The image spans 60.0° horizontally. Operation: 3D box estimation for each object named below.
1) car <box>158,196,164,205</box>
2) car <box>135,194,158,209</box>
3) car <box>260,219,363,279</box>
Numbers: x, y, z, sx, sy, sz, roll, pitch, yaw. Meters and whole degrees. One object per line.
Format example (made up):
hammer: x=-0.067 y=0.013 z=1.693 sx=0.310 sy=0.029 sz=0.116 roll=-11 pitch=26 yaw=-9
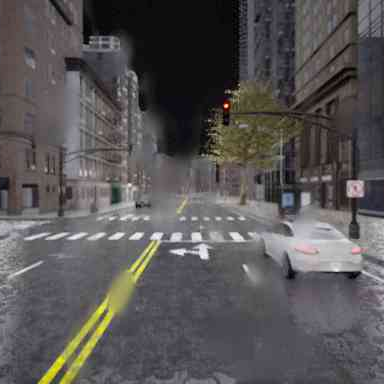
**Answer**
car: x=-6.525 y=1.560 z=63.482 sx=1.882 sy=1.535 sz=5.008 roll=0 pitch=0 yaw=0
car: x=-6.579 y=1.308 z=46.911 sx=2.150 sy=2.045 sz=5.566 roll=0 pitch=0 yaw=0
car: x=3.349 y=1.552 z=10.043 sx=1.812 sy=1.442 sz=4.674 roll=0 pitch=0 yaw=0
